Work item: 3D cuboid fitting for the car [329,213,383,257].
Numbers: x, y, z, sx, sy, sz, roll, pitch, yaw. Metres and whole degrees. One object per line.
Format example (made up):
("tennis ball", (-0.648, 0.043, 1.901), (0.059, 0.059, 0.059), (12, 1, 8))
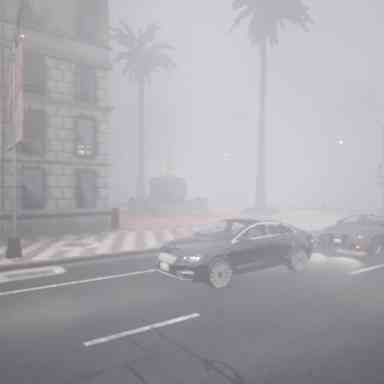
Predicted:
("car", (6.827, 1.556, 13.039), (4.181, 1.385, 1.994), (0, 0, -35))

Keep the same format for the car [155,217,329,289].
("car", (1.352, 1.488, 9.242), (4.902, 1.511, 2.128), (0, 0, -35))
